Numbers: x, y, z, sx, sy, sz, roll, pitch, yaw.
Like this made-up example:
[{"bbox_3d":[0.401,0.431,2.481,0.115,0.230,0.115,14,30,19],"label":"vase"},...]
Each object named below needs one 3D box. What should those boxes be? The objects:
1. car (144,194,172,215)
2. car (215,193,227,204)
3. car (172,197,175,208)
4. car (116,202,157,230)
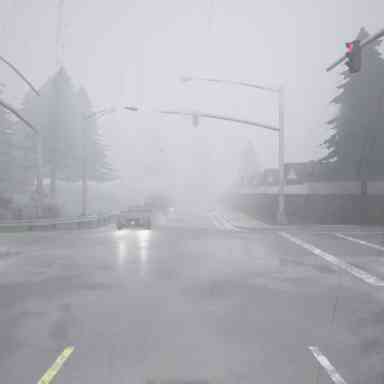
[{"bbox_3d":[-3.607,1.222,33.944,2.150,2.045,5.566,0,0,0],"label":"car"},{"bbox_3d":[6.901,1.206,60.911,5.566,2.045,2.150,0,0,-22],"label":"car"},{"bbox_3d":[-3.444,1.505,47.583,1.837,1.490,4.892,0,0,2],"label":"car"},{"bbox_3d":[-3.440,1.559,20.701,1.994,1.385,4.181,0,0,-3],"label":"car"}]
